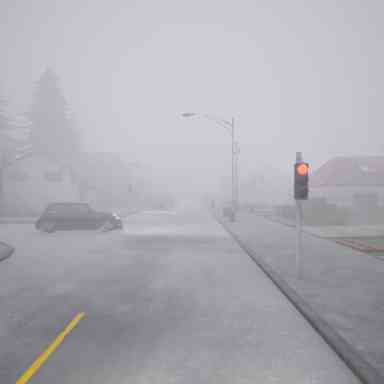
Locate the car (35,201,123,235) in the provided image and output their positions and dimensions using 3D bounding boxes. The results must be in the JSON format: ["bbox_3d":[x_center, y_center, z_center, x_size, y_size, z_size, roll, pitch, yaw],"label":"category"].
[{"bbox_3d":[-6.243,1.352,18.766,4.553,1.767,2.097,0,0,-14],"label":"car"}]

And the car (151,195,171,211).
[{"bbox_3d":[-4.043,1.505,41.749,1.837,1.490,4.892,0,0,0],"label":"car"}]

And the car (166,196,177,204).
[{"bbox_3d":[-3.965,1.525,63.988,1.812,1.442,4.674,0,0,1],"label":"car"}]

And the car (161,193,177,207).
[{"bbox_3d":[-4.026,1.221,52.244,2.150,2.045,5.566,0,0,0],"label":"car"}]
